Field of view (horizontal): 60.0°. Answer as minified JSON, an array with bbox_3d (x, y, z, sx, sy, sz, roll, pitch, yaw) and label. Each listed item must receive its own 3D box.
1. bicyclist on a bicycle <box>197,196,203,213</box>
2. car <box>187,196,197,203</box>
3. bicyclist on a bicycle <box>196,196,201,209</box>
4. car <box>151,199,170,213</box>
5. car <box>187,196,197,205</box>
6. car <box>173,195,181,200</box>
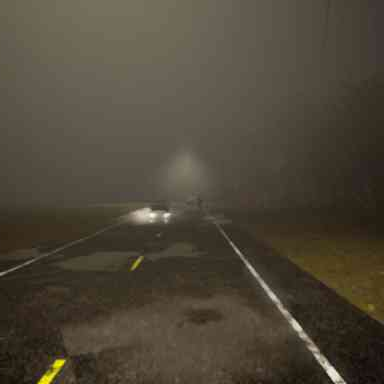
[{"bbox_3d":[0.955,1.442,37.881,0.659,1.776,1.843,0,0,0],"label":"bicyclist on a bicycle"},{"bbox_3d":[-0.015,1.666,75.852,2.128,1.511,4.902,0,0,0],"label":"car"},{"bbox_3d":[0.953,1.459,46.881,0.659,1.776,1.843,0,0,0],"label":"bicyclist on a bicycle"},{"bbox_3d":[-3.600,1.550,38.436,1.882,1.535,5.008,0,0,0],"label":"car"},{"bbox_3d":[-0.005,1.712,59.466,1.895,1.301,4.718,0,0,0],"label":"car"},{"bbox_3d":[-3.515,1.307,79.922,1.882,1.535,5.008,0,0,0],"label":"car"}]
